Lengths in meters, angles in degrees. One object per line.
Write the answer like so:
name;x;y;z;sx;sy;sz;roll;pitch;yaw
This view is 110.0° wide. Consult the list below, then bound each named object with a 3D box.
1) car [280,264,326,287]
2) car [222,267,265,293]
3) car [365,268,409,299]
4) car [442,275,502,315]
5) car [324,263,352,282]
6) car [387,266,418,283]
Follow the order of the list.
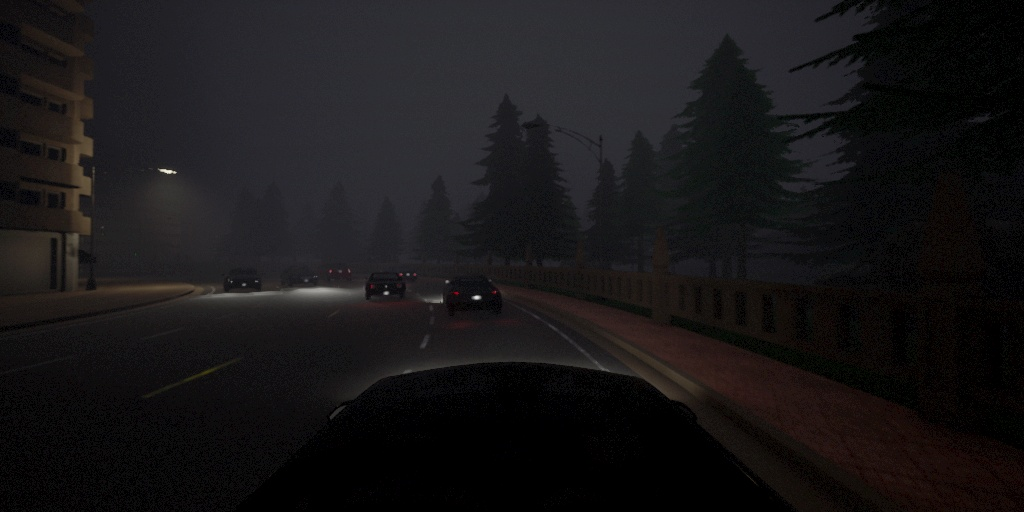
car;-16.138;1.487;27.159;2.128;1.511;4.902;1;-1;-42
car;-17.263;1.461;23.052;1.837;1.490;4.892;1;-1;-38
car;-6.952;1.520;19.429;1.895;1.301;4.718;0;-1;-22
car;-1.700;1.435;14.386;1.994;1.385;4.181;0;-1;-13
car;-16.453;1.398;32.698;4.553;1.767;2.097;-1;-1;45
car;-10.117;1.580;31.274;2.033;1.411;5.357;0;-1;-40
